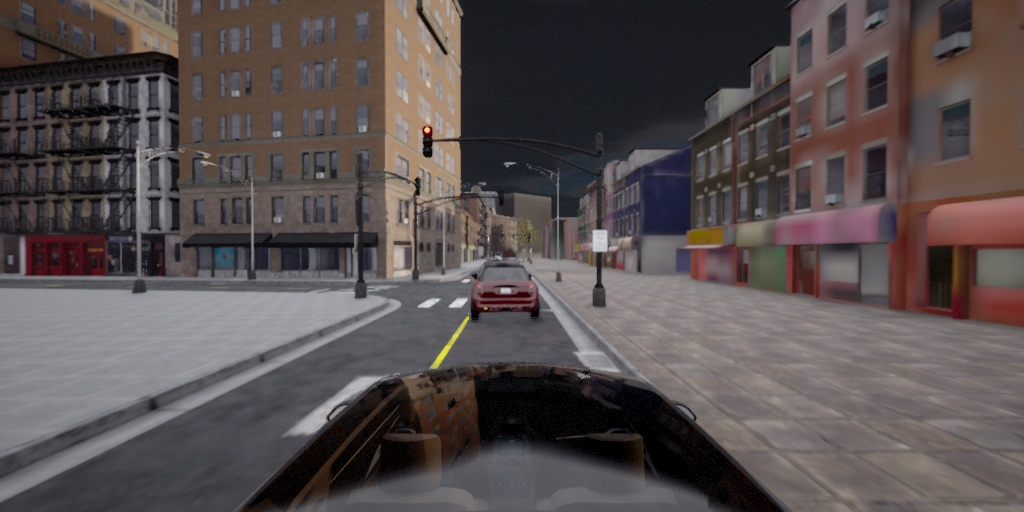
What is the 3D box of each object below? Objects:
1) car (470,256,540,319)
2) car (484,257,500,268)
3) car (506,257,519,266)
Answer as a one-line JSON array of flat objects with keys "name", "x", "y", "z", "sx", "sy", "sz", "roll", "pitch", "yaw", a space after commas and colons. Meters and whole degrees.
[{"name": "car", "x": -0.347, "y": 1.007, "z": 12.571, "sx": 2.097, "sy": 1.767, "sz": 4.553, "roll": 0, "pitch": 1, "yaw": -5}, {"name": "car", "x": -2.734, "y": 0.899, "z": 50.479, "sx": 1.994, "sy": 1.385, "sz": 4.181, "roll": 0, "pitch": 0, "yaw": 0}, {"name": "car", "x": 0.110, "y": 0.822, "z": 57.996, "sx": 2.033, "sy": 1.411, "sz": 5.357, "roll": 0, "pitch": 0, "yaw": 0}]
